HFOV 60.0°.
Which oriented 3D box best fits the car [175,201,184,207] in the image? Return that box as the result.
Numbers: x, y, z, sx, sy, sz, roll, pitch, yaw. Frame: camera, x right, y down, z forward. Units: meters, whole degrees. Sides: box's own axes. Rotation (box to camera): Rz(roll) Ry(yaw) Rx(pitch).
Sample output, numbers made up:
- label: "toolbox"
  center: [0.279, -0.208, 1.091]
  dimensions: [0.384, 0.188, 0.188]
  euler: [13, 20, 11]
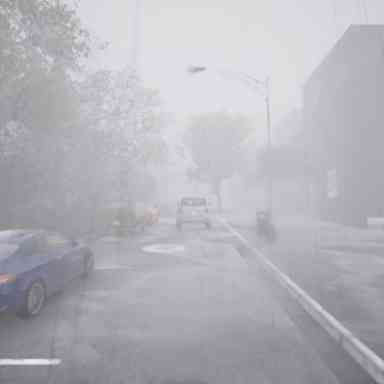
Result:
- label: "car"
  center: [-3.410, 3.249, 91.049]
  dimensions: [2.231, 1.521, 4.892]
  euler: [0, -1, 2]

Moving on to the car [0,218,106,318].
- label: "car"
  center: [-3.654, 1.538, 7.315]
  dimensions: [2.002, 1.452, 4.674]
  euler: [0, 0, 2]

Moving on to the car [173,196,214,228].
- label: "car"
  center: [0.096, 1.277, 22.513]
  dimensions: [2.150, 2.045, 5.566]
  euler: [0, 0, 0]

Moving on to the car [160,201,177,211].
- label: "car"
  center: [-3.641, 2.171, 51.838]
  dimensions: [2.097, 1.535, 5.008]
  euler: [1, -2, 2]

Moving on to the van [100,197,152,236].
- label: "van"
  center: [-3.651, 1.299, 18.577]
  dimensions: [1.878, 1.987, 4.442]
  euler: [0, 0, 2]

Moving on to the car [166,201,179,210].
- label: "car"
  center: [-3.652, 2.529, 63.000]
  dimensions: [2.163, 1.488, 4.792]
  euler: [0, -1, 2]

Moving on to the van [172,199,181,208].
- label: "van"
  center: [-3.632, 2.739, 79.805]
  dimensions: [1.878, 1.987, 4.442]
  euler: [1, -1, 2]

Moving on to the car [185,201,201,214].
- label: "car"
  center: [0.096, 1.891, 41.470]
  dimensions: [1.837, 1.490, 4.892]
  euler: [0, -1, 0]

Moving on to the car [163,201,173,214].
- label: "car"
  center: [-3.638, 1.873, 40.733]
  dimensions: [2.163, 1.488, 4.792]
  euler: [1, -2, 2]

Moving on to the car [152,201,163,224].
- label: "car"
  center: [-3.657, 1.412, 23.999]
  dimensions: [2.185, 1.767, 4.553]
  euler: [0, 0, 2]

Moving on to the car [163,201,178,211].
- label: "car"
  center: [-3.649, 2.334, 57.397]
  dimensions: [2.097, 1.535, 5.008]
  euler: [0, -1, 2]
